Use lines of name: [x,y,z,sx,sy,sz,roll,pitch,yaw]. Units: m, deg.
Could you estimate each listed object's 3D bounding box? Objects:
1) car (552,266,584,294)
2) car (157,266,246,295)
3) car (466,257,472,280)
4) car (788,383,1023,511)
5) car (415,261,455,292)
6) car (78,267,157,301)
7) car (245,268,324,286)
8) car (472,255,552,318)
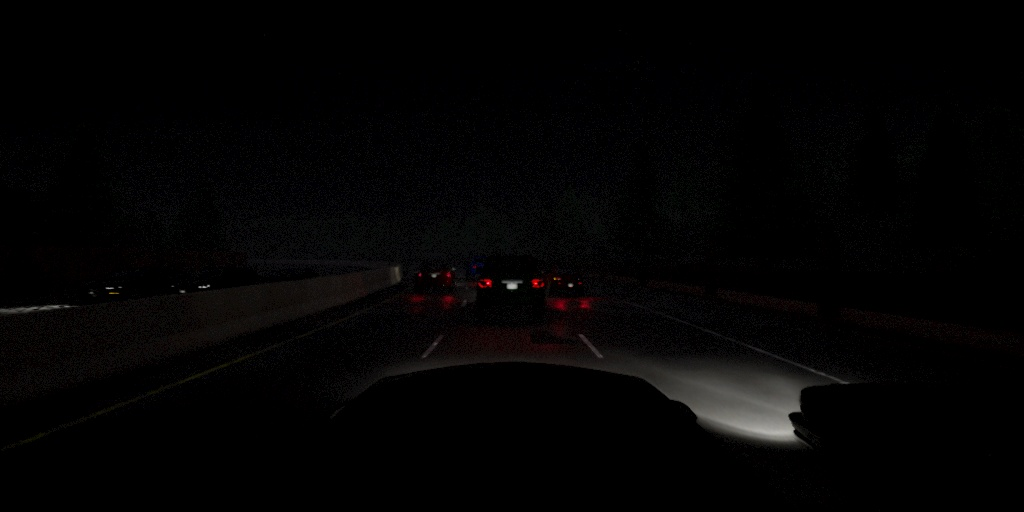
car: [2.695,1.284,20.291,1.812,1.442,4.674,0,0,-6]
car: [-14.588,1.298,18.001,1.837,1.490,4.892,0,0,-6]
car: [-2.806,0.985,31.696,2.150,2.045,5.566,0,0,-13]
car: [3.600,1.297,0.963,2.033,1.411,5.357,0,0,0]
car: [-4.568,1.111,21.814,2.097,1.767,4.553,0,0,-8]
car: [-18.066,1.298,17.606,1.837,1.490,4.892,0,0,-6]
car: [-11.100,1.327,18.248,1.994,1.385,4.181,0,0,-6]
car: [-0.152,0.977,13.125,2.150,2.045,5.566,0,0,-3]
